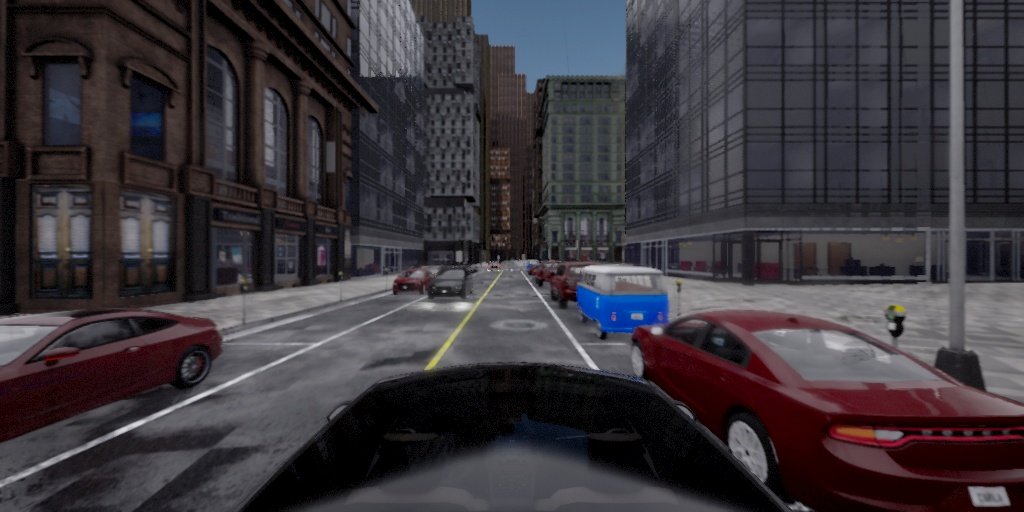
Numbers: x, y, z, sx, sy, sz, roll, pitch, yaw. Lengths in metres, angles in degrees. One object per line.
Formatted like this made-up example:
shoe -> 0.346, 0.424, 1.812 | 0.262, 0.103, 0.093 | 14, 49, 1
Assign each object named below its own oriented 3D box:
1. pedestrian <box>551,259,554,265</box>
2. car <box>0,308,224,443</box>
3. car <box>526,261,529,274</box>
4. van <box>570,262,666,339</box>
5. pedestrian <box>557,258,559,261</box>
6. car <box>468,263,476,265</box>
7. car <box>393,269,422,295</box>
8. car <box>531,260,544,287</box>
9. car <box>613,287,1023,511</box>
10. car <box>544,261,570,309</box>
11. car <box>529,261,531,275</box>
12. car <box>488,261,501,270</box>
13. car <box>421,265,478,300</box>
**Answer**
pedestrian -> 7.132, 1.330, 63.005 | 0.375, 1.860, 0.375 | 0, 0, 0
car -> -5.669, 1.354, 4.364 | 1.802, 1.307, 4.207 | 0, 0, 0
car -> 2.855, 1.662, 43.909 | 1.802, 1.307, 4.207 | 0, 0, 0
van -> 2.856, 1.160, 10.016 | 1.690, 1.789, 3.998 | 0, 0, 0
pedestrian -> 8.132, 1.297, 63.605 | 0.375, 1.860, 0.375 | 0, 0, 0
car -> -5.671, 1.685, 49.556 | 1.948, 1.339, 4.313 | 0, 0, 0
car -> -5.670, 1.456, 21.311 | 1.888, 1.381, 4.507 | 0, 0, 0
car -> 2.855, 1.271, 26.962 | 2.192, 1.841, 5.009 | 0, 0, 0
car -> 2.856, 1.317, 4.368 | 1.888, 1.381, 4.507 | 0, 0, 0
car -> 2.856, 1.181, 15.665 | 2.192, 1.841, 5.009 | 0, 0, 0
car -> 2.855, 1.439, 32.611 | 1.967, 1.591, 4.097 | 0, 0, 0
car -> -3.003, 1.627, 63.254 | 2.097, 1.767, 4.553 | 0, 0, 0
car -> -3.102, 1.397, 18.824 | 1.837, 1.490, 4.892 | 0, 0, 0
